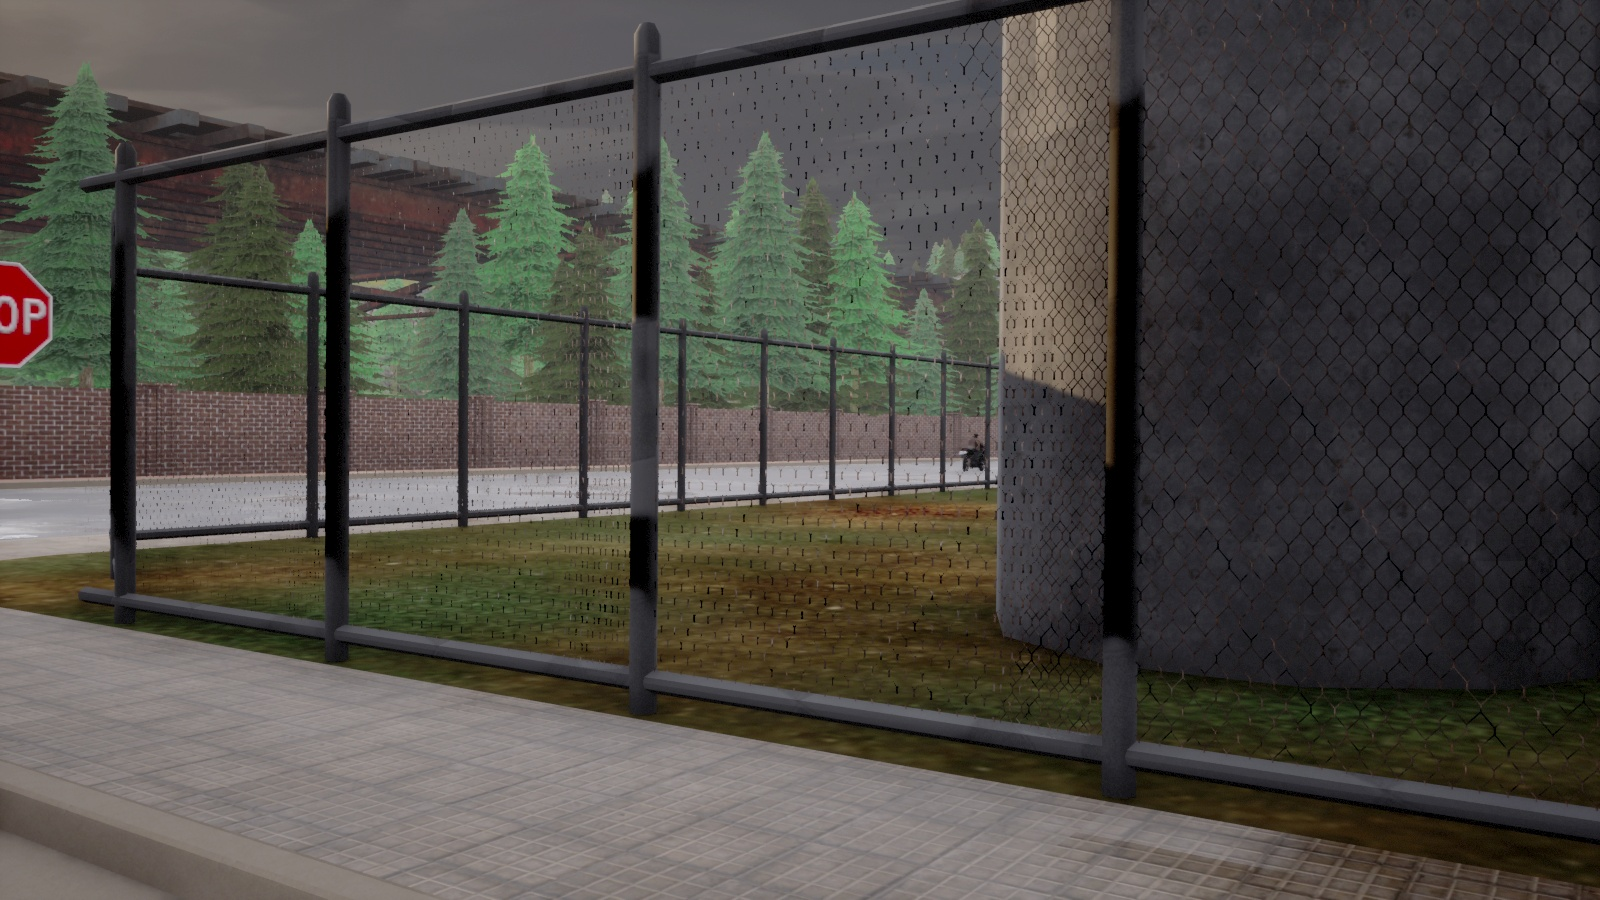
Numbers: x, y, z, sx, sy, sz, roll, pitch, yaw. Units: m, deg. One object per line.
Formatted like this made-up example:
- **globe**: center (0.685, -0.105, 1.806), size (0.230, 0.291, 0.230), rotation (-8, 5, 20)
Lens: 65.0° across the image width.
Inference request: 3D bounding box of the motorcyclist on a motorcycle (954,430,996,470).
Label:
- **motorcyclist on a motorcycle**: center (6.874, -0.021, 49.242), size (0.797, 1.523, 2.044), rotation (0, 1, 34)
